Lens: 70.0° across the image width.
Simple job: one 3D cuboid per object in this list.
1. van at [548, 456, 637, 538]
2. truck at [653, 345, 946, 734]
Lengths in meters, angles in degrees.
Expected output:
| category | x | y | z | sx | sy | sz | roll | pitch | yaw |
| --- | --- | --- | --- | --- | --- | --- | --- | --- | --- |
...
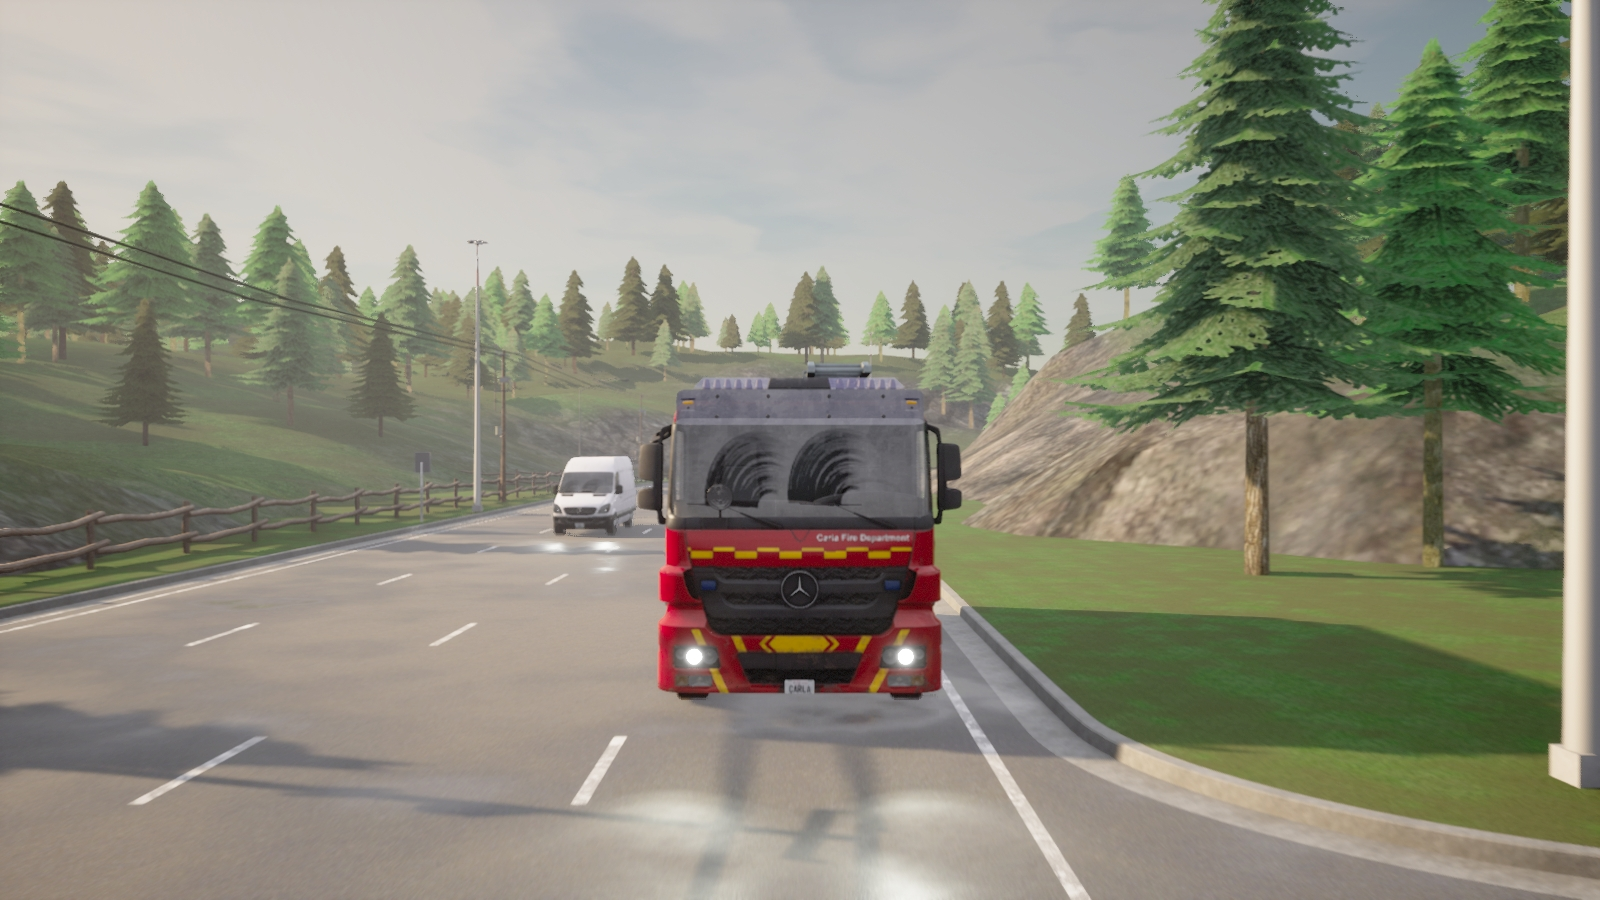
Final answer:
| category | x | y | z | sx | sy | sz | roll | pitch | yaw |
| --- | --- | --- | --- | --- | --- | --- | --- | --- | --- |
| van | -7.005 | 1.518 | 39.225 | 1.988 | 2.561 | 5.915 | 0 | 0 | 0 |
| truck | -0.005 | 0.884 | 15.480 | 2.891 | 3.827 | 8.468 | 0 | 0 | 0 |
